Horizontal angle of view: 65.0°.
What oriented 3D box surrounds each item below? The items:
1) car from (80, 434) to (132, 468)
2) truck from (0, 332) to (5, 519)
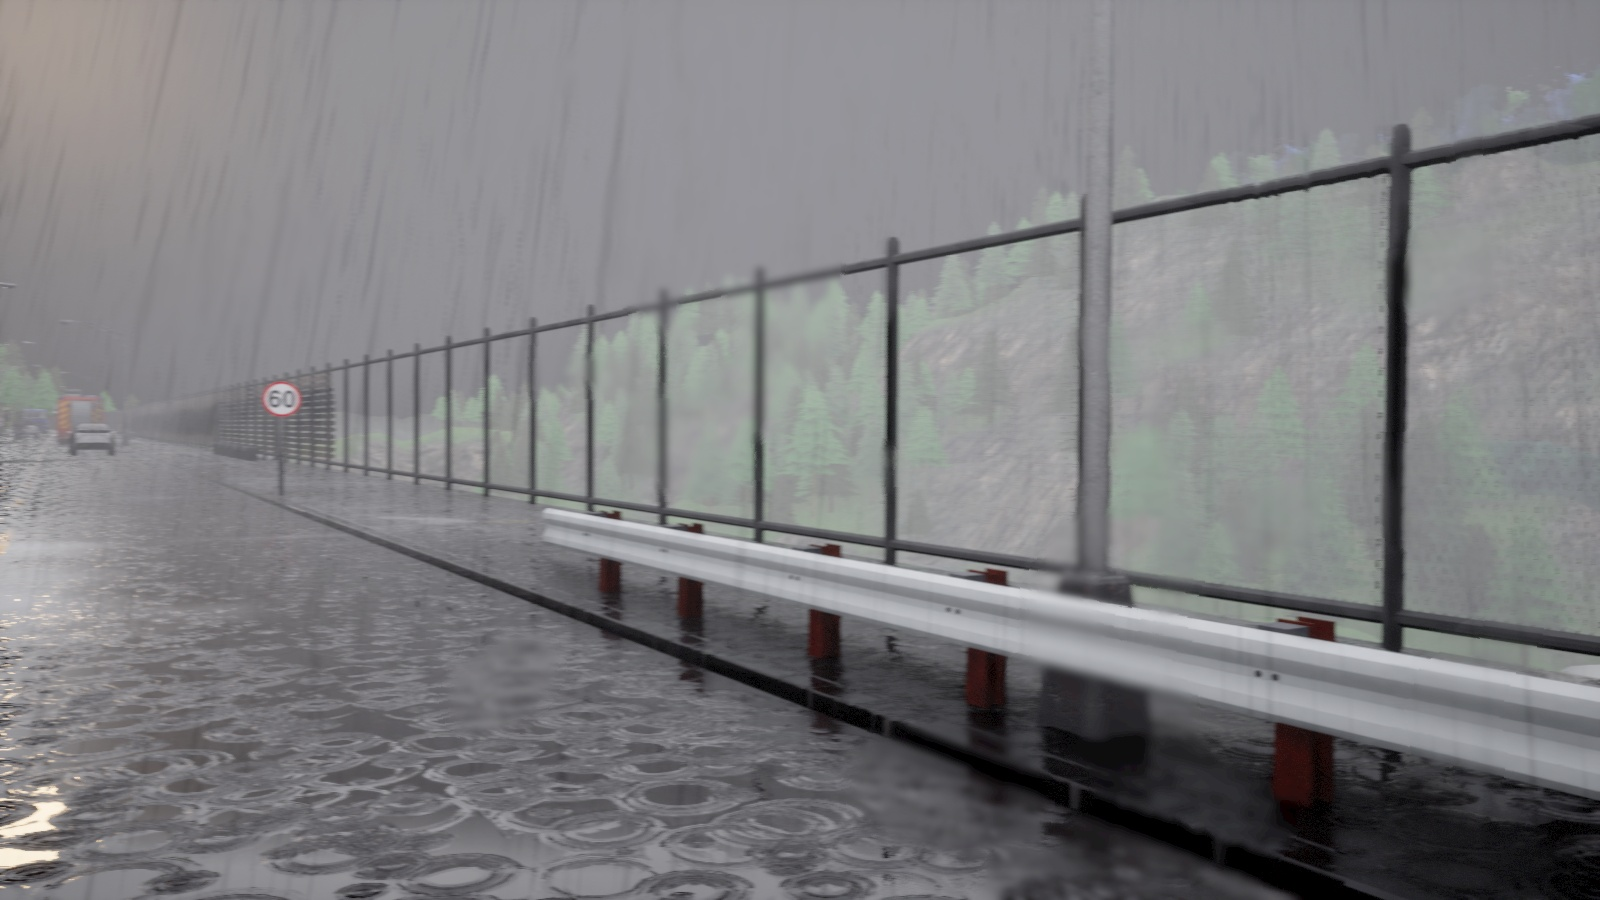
[{"bbox_3d":[-32.908,0.022,59.491,2.007,1.525,4.514,-1,1,-30],"label":"car"},{"bbox_3d":[-14.621,-0.436,20.057,2.891,3.462,7.936,-1,1,-30],"label":"truck"}]
